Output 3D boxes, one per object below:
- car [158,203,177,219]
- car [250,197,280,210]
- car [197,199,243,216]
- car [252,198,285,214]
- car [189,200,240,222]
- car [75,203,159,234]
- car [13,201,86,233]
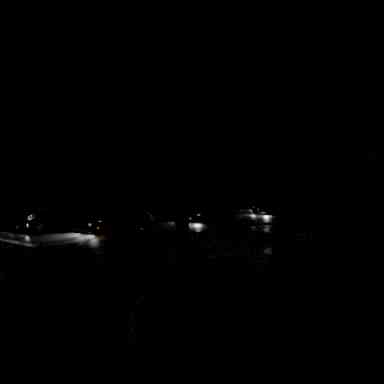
[{"bbox_3d":[-2.848,1.578,26.815,1.994,1.385,4.181,0,0,38],"label":"car"},{"bbox_3d":[9.194,1.440,41.807,1.994,1.385,4.181,0,1,38],"label":"car"},{"bbox_3d":[2.944,1.526,34.025,2.033,1.411,5.357,0,0,39],"label":"car"},{"bbox_3d":[8.047,1.450,34.784,1.837,1.490,4.892,0,1,39],"label":"car"},{"bbox_3d":[1.517,1.555,26.653,2.033,1.411,5.357,0,0,39],"label":"car"},{"bbox_3d":[-4.264,1.577,19.447,1.994,1.385,4.181,0,0,39],"label":"car"},{"bbox_3d":[-8.223,1.369,20.108,2.097,1.767,4.553,0,0,39],"label":"car"}]
